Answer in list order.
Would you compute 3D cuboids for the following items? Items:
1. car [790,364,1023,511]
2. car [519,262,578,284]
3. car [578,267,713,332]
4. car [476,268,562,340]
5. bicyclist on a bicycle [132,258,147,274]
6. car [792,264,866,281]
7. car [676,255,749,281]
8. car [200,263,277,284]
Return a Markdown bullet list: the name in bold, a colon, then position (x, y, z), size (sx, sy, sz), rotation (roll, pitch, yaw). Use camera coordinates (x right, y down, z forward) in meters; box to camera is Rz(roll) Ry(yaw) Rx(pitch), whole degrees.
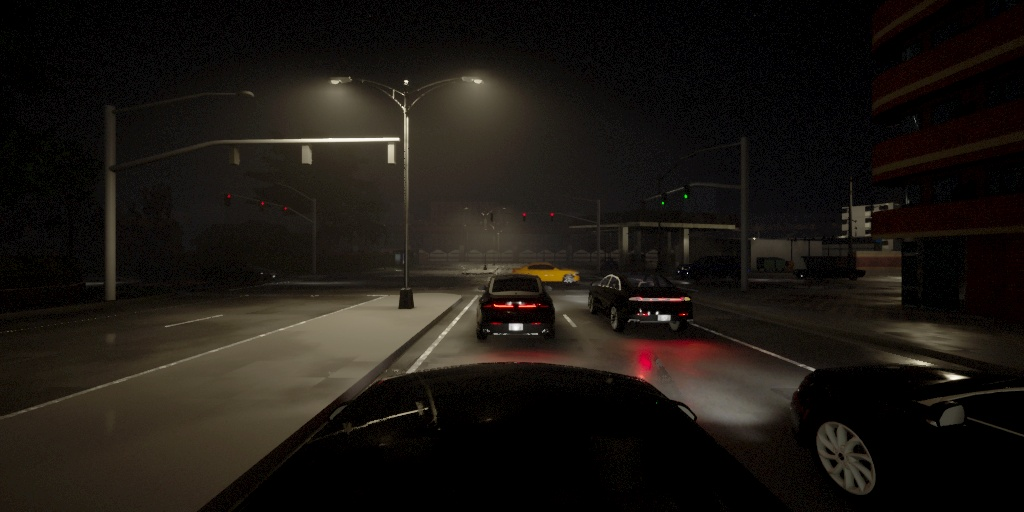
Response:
- **car**: position (3.600, 1.255, 1.457), size (1.837, 1.490, 4.892), rotation (0, 0, 0)
- **car**: position (2.359, 1.227, 26.064), size (5.008, 1.535, 1.882), rotation (0, 0, 0)
- **car**: position (3.602, 1.242, 10.865), size (2.128, 1.511, 4.902), rotation (0, 0, 0)
- **car**: position (0.096, 1.255, 10.010), size (1.837, 1.490, 4.892), rotation (0, 0, 0)
- **bicyclist on a bicycle**: position (-38.228, 1.053, 36.739), size (0.582, 1.620, 1.656), rotation (0, 0, 0)
- **car**: position (26.420, 1.351, 30.001), size (4.718, 1.301, 1.895), rotation (0, 0, -1)
- **car**: position (16.633, 0.972, 29.861), size (5.566, 2.045, 2.150), rotation (0, 0, -1)
- **car**: position (-20.099, 1.241, 26.478), size (4.902, 1.511, 2.128), rotation (0, 0, -2)
